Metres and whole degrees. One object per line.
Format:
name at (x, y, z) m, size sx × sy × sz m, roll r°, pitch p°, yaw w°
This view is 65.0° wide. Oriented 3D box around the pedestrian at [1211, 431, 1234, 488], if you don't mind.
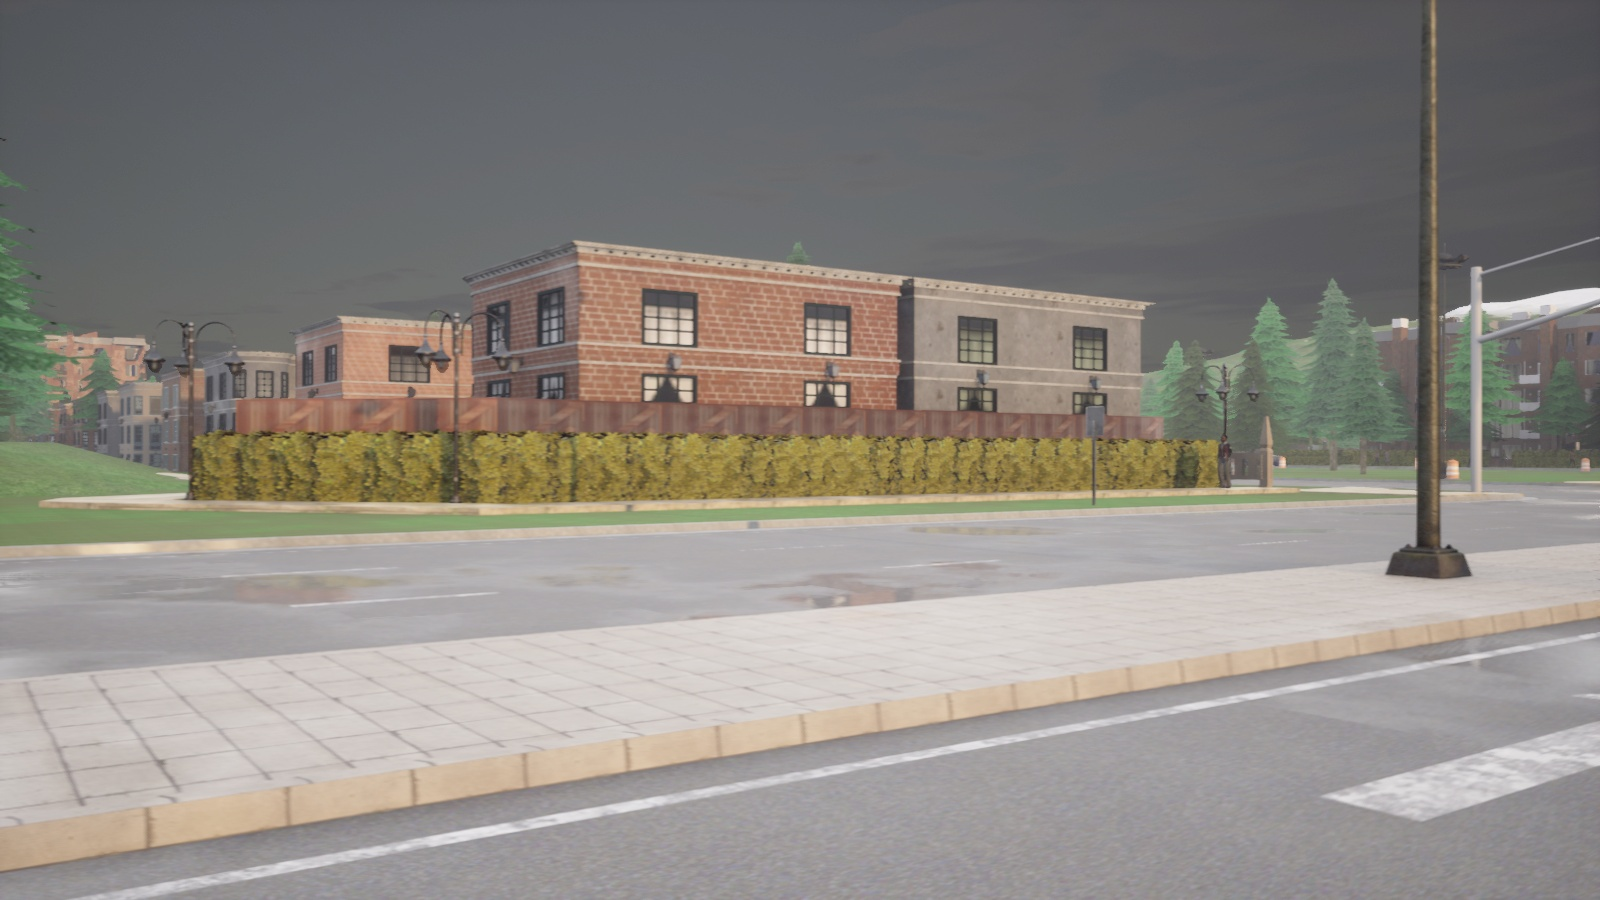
pedestrian at (14.368, 0.321, 42.689) m, size 0.666 × 1.930 × 0.402 m, roll 0°, pitch 0°, yaw -35°
